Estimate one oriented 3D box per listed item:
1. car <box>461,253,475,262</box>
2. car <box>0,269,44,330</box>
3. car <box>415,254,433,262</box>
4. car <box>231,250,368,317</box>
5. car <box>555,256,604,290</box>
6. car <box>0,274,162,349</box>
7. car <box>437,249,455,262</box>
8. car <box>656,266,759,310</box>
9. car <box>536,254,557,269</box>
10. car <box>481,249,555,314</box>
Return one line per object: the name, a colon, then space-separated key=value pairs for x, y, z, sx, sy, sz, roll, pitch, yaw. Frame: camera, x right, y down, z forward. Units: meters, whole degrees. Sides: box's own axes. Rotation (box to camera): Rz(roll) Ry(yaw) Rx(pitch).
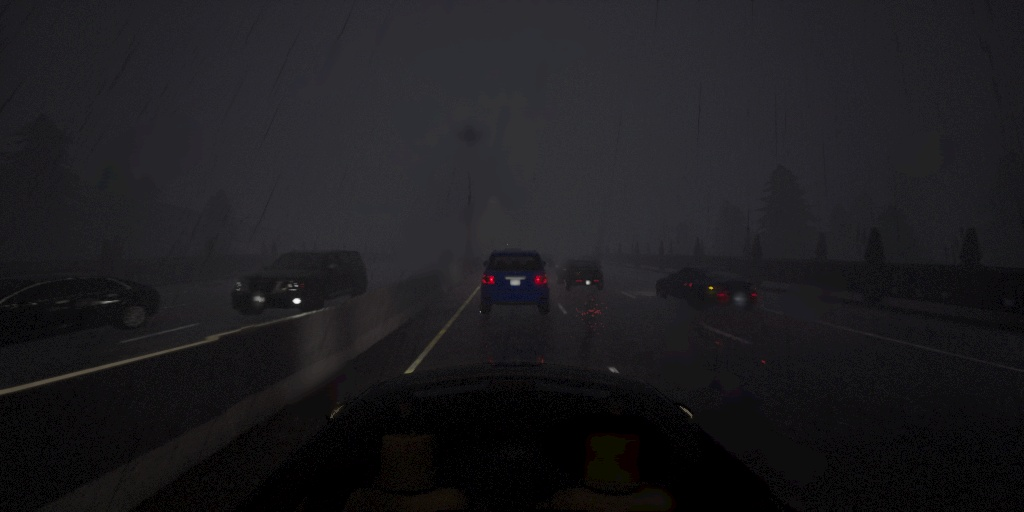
car: x=-7.024 y=0.268 z=57.931 sx=1.812 sy=1.442 sz=4.674 roll=0 pitch=-1 yaw=0
car: x=-14.103 y=1.174 z=7.564 sx=1.882 sy=1.535 sz=5.008 roll=0 pitch=1 yaw=0
car: x=-14.031 y=0.313 z=56.983 sx=1.895 sy=1.301 sz=4.718 roll=0 pitch=0 yaw=0
car: x=-7.105 y=0.802 z=12.842 sx=2.150 sy=2.045 sz=5.566 roll=0 pitch=1 yaw=0
car: x=3.592 y=0.939 z=19.388 sx=1.837 sy=1.490 sz=4.892 roll=0 pitch=1 yaw=0
car: x=-10.603 y=1.197 z=7.822 sx=1.837 sy=1.490 sz=4.892 roll=0 pitch=1 yaw=0
car: x=-10.526 y=-0.068 z=57.487 sx=2.150 sy=2.045 sz=5.566 roll=0 pitch=-1 yaw=0
car: x=7.095 y=1.094 z=13.447 sx=1.812 sy=1.442 sz=4.674 roll=0 pitch=1 yaw=0
car: x=3.585 y=0.540 z=37.867 sx=1.812 sy=1.442 sz=4.674 roll=0 pitch=1 yaw=0
car: x=0.095 y=0.798 z=13.069 sx=2.150 sy=2.045 sz=5.566 roll=0 pitch=1 yaw=0
